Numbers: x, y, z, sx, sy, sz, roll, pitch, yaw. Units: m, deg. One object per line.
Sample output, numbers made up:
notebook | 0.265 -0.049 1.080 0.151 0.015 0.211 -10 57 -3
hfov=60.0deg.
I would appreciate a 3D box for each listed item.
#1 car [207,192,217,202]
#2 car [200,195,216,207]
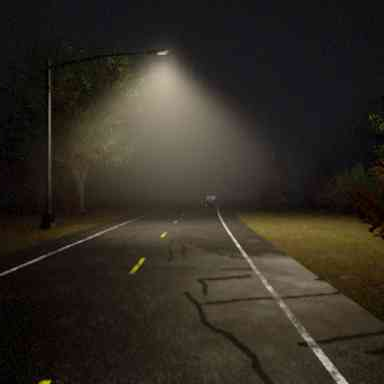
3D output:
car | 4.049 1.118 68.904 2.150 2.045 5.566 0 0 6
car | 2.207 1.538 49.928 1.895 1.301 4.718 0 0 5
